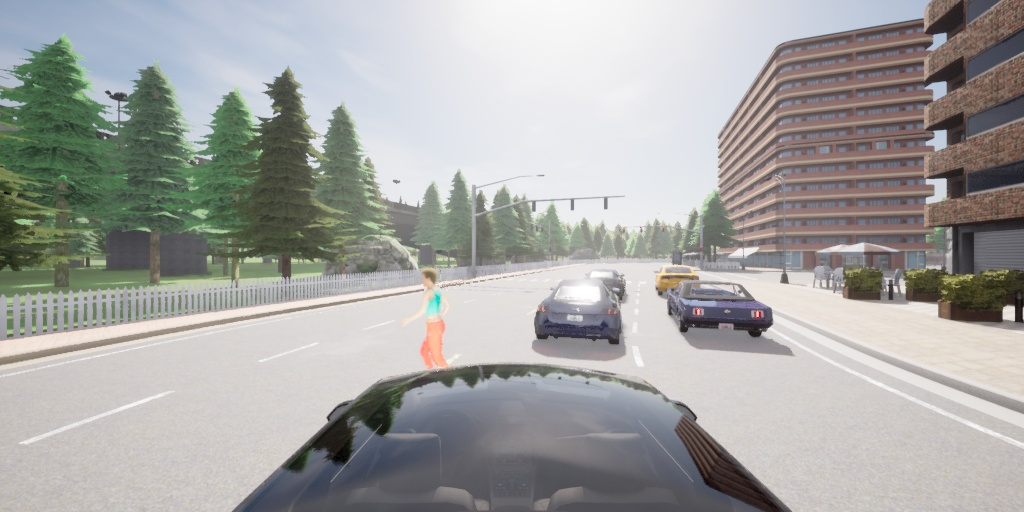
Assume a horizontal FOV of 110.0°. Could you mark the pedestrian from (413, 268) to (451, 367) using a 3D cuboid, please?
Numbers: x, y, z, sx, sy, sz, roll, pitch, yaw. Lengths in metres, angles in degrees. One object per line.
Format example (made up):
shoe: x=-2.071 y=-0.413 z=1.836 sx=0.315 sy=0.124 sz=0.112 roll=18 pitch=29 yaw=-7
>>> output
pedestrian: x=-1.134 y=1.044 z=5.183 sx=0.375 sy=1.860 sz=0.375 roll=0 pitch=0 yaw=9

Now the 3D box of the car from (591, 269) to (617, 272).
car: x=4.533 y=1.314 z=17.680 sx=1.994 sy=1.385 sz=4.181 roll=0 pitch=0 yaw=19

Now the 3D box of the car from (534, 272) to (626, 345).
car: x=1.918 y=1.314 z=9.698 sx=1.994 sy=1.385 sz=4.181 roll=0 pitch=0 yaw=16

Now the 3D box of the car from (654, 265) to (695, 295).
car: x=8.768 y=1.228 z=19.235 sx=1.882 sy=1.535 sz=5.008 roll=0 pitch=0 yaw=19

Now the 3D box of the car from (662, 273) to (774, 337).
car: x=5.665 y=1.351 z=10.423 sx=1.895 sy=1.301 sz=4.718 roll=0 pitch=0 yaw=18
